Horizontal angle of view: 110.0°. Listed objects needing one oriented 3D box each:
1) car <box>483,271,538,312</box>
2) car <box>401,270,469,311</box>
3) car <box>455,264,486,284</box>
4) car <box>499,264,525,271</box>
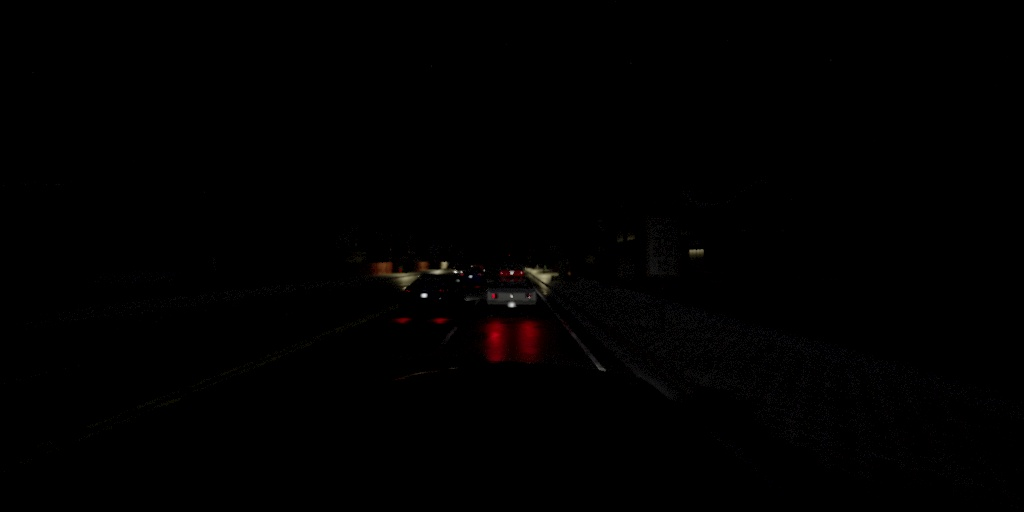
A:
[{"bbox_3d":[0.009,1.491,15.085,1.895,1.301,4.718,0,-1,0],"label":"car"},{"bbox_3d":[-3.237,1.457,15.326,1.994,1.385,4.181,0,-1,1],"label":"car"},{"bbox_3d":[-3.251,1.628,30.310,1.994,1.385,4.181,0,-1,1],"label":"car"},{"bbox_3d":[0.000,1.414,30.264,2.097,1.767,4.553,0,-1,0],"label":"car"}]
